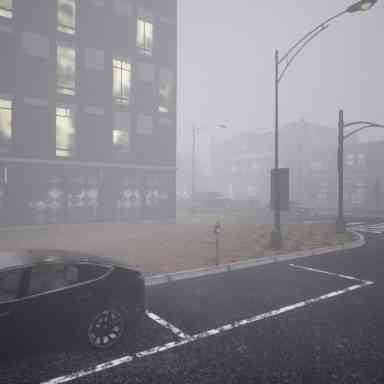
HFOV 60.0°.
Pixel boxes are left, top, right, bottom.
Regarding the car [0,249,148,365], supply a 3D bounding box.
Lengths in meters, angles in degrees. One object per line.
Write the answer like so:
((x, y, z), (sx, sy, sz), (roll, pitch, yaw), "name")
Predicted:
((-2.707, 1.566, 4.623), (4.313, 1.339, 1.947), (0, 0, -36), "car")

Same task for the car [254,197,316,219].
((7.598, 1.318, 26.690), (1.812, 1.442, 4.674), (0, 1, -36), "car")

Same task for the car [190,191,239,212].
((1.843, 0.894, 34.512), (2.150, 2.045, 5.566), (0, 1, -36), "car")

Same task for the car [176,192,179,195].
((-0.611, 1.101, 47.622), (2.008, 1.369, 4.403), (1, 0, -36), "car")

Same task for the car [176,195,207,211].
((-0.785, 1.231, 33.721), (1.802, 1.307, 4.206), (1, 0, -36), "car")

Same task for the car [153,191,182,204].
((-3.893, 0.793, 52.088), (2.192, 1.841, 5.009), (1, 0, -36), "car")

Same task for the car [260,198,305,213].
((9.252, 1.340, 34.222), (1.802, 1.307, 4.206), (1, 0, -36), "car")

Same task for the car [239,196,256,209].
((5.966, 1.130, 38.690), (1.967, 1.590, 4.097), (1, 0, -36), "car")
